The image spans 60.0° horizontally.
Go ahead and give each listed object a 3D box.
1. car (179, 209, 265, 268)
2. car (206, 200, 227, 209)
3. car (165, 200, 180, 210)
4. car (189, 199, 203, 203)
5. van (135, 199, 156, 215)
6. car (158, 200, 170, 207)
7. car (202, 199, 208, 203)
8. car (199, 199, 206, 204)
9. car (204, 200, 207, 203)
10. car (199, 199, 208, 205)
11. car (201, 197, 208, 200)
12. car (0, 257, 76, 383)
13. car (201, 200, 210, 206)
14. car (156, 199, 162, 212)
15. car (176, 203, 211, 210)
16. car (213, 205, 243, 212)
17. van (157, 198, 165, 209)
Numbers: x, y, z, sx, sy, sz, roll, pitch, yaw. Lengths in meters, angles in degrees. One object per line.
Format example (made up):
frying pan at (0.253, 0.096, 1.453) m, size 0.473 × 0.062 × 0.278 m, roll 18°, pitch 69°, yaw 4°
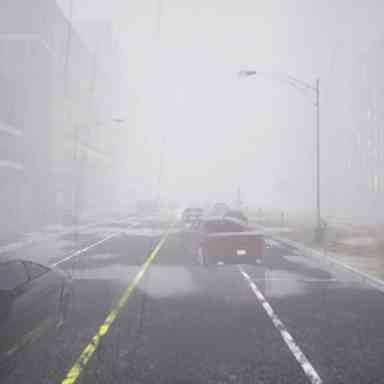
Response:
car at (0.891, 1.606, 11.927) m, size 1.882 × 1.535 × 5.008 m, roll 0°, pitch -1°, yaw -12°
car at (2.778, 1.811, 33.565) m, size 1.967 × 1.590 × 4.097 m, roll 0°, pitch -1°, yaw 0°
car at (-2.872, 2.168, 53.906) m, size 1.994 × 1.385 × 4.181 m, roll 0°, pitch -1°, yaw 0°
car at (0.226, 2.155, 49.570) m, size 1.895 × 1.301 × 4.718 m, roll 0°, pitch -1°, yaw 0°
van at (-5.588, 1.774, 39.112) m, size 1.690 × 1.788 × 3.998 m, roll 0°, pitch -1°, yaw 0°
car at (-5.518, 2.306, 66.721) m, size 2.008 × 1.369 × 4.403 m, roll 0°, pitch -1°, yaw 0°
car at (2.806, 2.048, 44.610) m, size 2.008 × 1.369 × 4.403 m, roll 0°, pitch -1°, yaw 0°
car at (2.934, 2.649, 94.311) m, size 2.008 × 1.369 × 4.403 m, roll 0°, pitch -1°, yaw 0°
car at (2.792, 1.984, 39.087) m, size 2.008 × 1.369 × 4.403 m, roll 0°, pitch -1°, yaw 0°
car at (2.906, 2.511, 83.266) m, size 2.008 × 1.369 × 4.403 m, roll 0°, pitch -1°, yaw 0°
car at (2.835, 2.065, 55.655) m, size 1.967 × 1.590 × 4.097 m, roll 0°, pitch -1°, yaw 0°
car at (-3.093, 1.611, 4.343) m, size 1.994 × 1.385 × 4.181 m, roll 0°, pitch -1°, yaw 0°
car at (2.877, 2.368, 72.221) m, size 1.887 × 1.381 × 4.507 m, roll 0°, pitch -1°, yaw 0°
car at (-5.575, 2.041, 44.632) m, size 1.887 × 1.381 × 4.507 m, roll 0°, pitch -1°, yaw 0°
car at (0.133, 1.820, 24.908) m, size 2.033 × 1.411 × 5.357 m, roll 0°, pitch -1°, yaw 0°
car at (2.749, 1.811, 22.519) m, size 1.947 × 1.339 × 4.313 m, roll 0°, pitch -1°, yaw 0°
van at (-5.545, 1.965, 55.678) m, size 1.690 × 1.788 × 3.998 m, roll 0°, pitch -1°, yaw 0°
